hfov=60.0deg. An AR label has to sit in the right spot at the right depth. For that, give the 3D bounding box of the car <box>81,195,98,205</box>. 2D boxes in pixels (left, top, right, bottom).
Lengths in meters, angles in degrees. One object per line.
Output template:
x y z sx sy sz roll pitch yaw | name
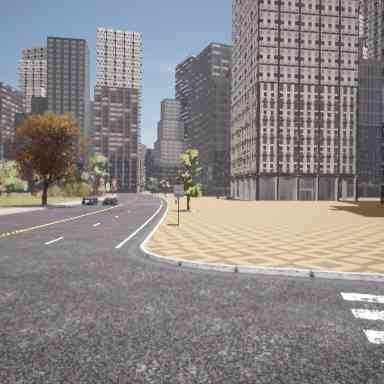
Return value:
-16.285 1.310 53.244 2.128 1.511 4.902 0 0 -4 | car

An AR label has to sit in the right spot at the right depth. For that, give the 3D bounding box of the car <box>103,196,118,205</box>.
-13.045 1.411 53.493 1.994 1.385 4.181 0 0 -4 | car
